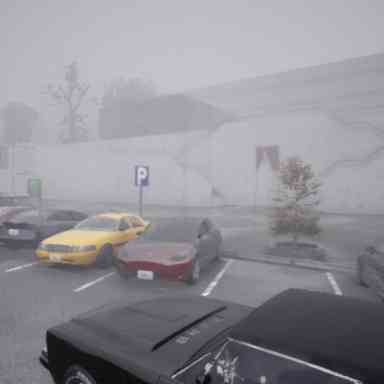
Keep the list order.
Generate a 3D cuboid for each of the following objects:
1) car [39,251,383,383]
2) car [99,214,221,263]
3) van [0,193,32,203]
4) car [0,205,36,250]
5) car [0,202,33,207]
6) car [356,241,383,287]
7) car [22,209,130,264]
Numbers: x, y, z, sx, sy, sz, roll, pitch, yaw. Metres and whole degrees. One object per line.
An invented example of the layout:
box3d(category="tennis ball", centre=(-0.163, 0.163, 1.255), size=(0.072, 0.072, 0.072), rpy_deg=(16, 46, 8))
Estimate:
box3d(category="car", centre=(0.762, 1.594, 2.833), size=(4.718, 1.301, 1.895), rpy_deg=(1, 0, 35))
box3d(category="car", centre=(-0.394, 1.466, 9.726), size=(2.163, 1.488, 4.792), rpy_deg=(1, 0, 15))
box3d(category="van", centre=(-10.129, 1.048, 16.564), size=(1.878, 1.987, 4.442), rpy_deg=(2, 0, 15))
box3d(category="car", centre=(-5.247, 1.396, 13.248), size=(2.163, 1.488, 4.792), rpy_deg=(1, 0, 15))
box3d(category="car", centre=(-7.686, 1.360, 14.947), size=(2.002, 1.452, 4.674), rpy_deg=(1, 0, 15))
box3d(category="car", centre=(4.471, 1.530, 6.289), size=(2.002, 1.452, 4.674), rpy_deg=(0, 0, 15))
box3d(category="car", centre=(-2.862, 1.398, 11.306), size=(1.946, 1.575, 5.366), rpy_deg=(1, 0, 15))
